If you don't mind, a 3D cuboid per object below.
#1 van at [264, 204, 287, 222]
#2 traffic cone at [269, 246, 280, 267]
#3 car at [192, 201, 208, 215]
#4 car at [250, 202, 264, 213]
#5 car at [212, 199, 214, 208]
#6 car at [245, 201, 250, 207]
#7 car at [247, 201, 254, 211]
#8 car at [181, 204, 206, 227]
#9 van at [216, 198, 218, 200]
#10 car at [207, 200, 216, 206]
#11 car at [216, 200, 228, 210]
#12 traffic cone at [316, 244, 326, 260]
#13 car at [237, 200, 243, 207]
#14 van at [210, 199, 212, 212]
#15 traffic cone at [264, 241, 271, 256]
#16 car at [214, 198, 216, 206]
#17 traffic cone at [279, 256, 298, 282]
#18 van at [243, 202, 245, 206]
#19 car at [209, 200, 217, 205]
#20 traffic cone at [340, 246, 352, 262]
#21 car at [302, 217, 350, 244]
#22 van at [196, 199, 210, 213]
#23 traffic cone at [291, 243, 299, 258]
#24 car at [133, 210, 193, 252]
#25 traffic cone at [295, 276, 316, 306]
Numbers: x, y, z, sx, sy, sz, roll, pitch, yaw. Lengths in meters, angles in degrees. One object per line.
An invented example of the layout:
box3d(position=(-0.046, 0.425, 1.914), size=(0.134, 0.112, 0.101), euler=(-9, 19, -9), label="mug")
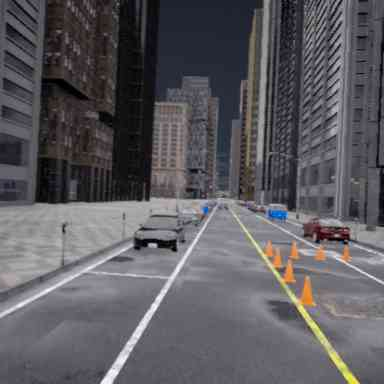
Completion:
box3d(position=(9.281, 2.234, 36.372), size=(1.690, 1.788, 3.998), euler=(2, -1, 5), label="van")
box3d(position=(2.926, 2.237, 11.385), size=(0.340, 0.580, 0.340), euler=(3, -1, 5), label="traffic cone")
box3d(position=(0.265, 1.920, 31.360), size=(1.752, 1.417, 4.829), euler=(2, -1, 5), label="car")
box3d(position=(10.808, 2.754, 53.219), size=(1.802, 1.307, 4.206), euler=(2, -1, 5), label="car")
box3d(position=(1.822, 2.117, 48.380), size=(1.967, 1.590, 4.097), euler=(2, -1, 5), label="car")
box3d(position=(11.834, 2.923, 64.452), size=(1.947, 1.339, 4.313), euler=(2, -1, 5), label="car")
box3d(position=(11.321, 2.847, 58.835), size=(1.802, 1.307, 4.206), euler=(2, -1, 5), label="car")
box3d(position=(-0.233, 1.855, 25.912), size=(2.008, 1.369, 4.403), euler=(2, -1, 5), label="car")
box3d(position=(4.389, 2.481, 76.466), size=(1.690, 1.788, 3.998), euler=(2, -1, 5), label="van")
box3d(position=(4.893, 2.777, 82.080), size=(1.887, 1.381, 4.507), euler=(2, -1, 5), label="car")
box3d(position=(5.744, 2.567, 61.010), size=(2.033, 1.411, 5.357), euler=(3, -1, 5), label="car")
box3d(position=(5.097, 2.365, 13.193), size=(0.340, 0.580, 0.340), euler=(3, -1, 5), label="traffic cone")
box3d(position=(14.398, 3.364, 92.535), size=(1.887, 1.381, 4.507), euler=(2, -1, 5), label="car")
box3d(position=(1.314, 1.925, 42.764), size=(1.690, 1.788, 3.998), euler=(2, -1, 5), label="van")
box3d(position=(3.108, 2.270, 13.376), size=(0.340, 0.580, 0.340), euler=(3, -1, 5), label="traffic cone")
box3d(position=(2.340, 2.085, 53.999), size=(2.192, 1.841, 5.009), euler=(2, -1, 5), label="car")
box3d(position=(2.744, 2.204, 9.393), size=(0.340, 0.580, 0.340), euler=(3, -1, 5), label="traffic cone")
box3d(position=(12.357, 2.791, 70.071), size=(1.690, 1.788, 3.998), euler=(2, -1, 5), label="van")
box3d(position=(5.917, 2.983, 93.313), size=(1.947, 1.339, 4.313), euler=(2, -1, 5), label="car")
box3d(position=(6.092, 2.412, 13.101), size=(0.340, 0.580, 0.340), euler=(3, -1, 5), label="traffic cone")
box3d(position=(7.734, 2.158, 19.520), size=(1.887, 1.381, 4.507), euler=(2, -1, 5), label="car")
box3d(position=(0.801, 1.832, 37.148), size=(1.690, 1.788, 3.998), euler=(2, -1, 5), label="van")
box3d(position=(4.102, 2.317, 13.285), size=(0.340, 0.580, 0.340), euler=(3, -1, 5), label="traffic cone")
box3d(position=(-1.259, 1.684, 14.679), size=(1.947, 1.339, 4.313), euler=(2, -1, 5), label="car")
box3d(position=(2.562, 2.171, 7.402), size=(0.340, 0.580, 0.340), euler=(3, -1, 5), label="traffic cone")
